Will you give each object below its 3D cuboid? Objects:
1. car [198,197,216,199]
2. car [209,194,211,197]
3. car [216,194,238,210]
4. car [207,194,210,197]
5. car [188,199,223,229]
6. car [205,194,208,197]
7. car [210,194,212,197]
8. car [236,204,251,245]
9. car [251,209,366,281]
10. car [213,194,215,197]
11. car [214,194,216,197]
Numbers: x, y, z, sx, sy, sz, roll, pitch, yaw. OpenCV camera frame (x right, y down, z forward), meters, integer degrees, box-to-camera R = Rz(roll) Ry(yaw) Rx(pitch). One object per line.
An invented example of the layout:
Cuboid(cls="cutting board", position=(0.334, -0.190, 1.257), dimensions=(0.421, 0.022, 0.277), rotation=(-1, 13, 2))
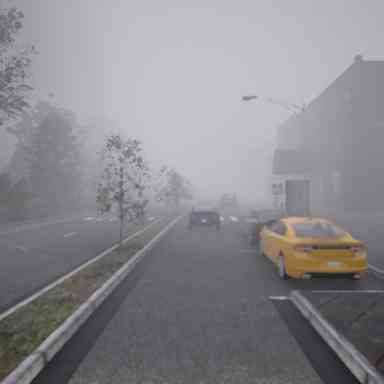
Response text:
Cuboid(cls="car", position=(1.608, 1.585, 39.941), dimensions=(1.895, 1.301, 4.718), rotation=(0, 0, 3))
Cuboid(cls="car", position=(5.635, 1.448, 76.532), dimensions=(2.002, 1.452, 4.674), rotation=(0, 0, 0))
Cuboid(cls="car", position=(4.701, 1.212, 43.128), dimensions=(2.435, 2.045, 5.566), rotation=(0, 0, 3))
Cuboid(cls="car", position=(5.584, 1.424, 82.135), dimensions=(2.163, 1.488, 4.792), rotation=(0, 0, -1))
Cuboid(cls="car", position=(0.800, 1.476, 21.438), dimensions=(1.882, 1.535, 5.008), rotation=(0, 0, 2))
Cuboid(cls="car", position=(5.440, 1.253, 87.634), dimensions=(2.185, 1.767, 4.553), rotation=(0, 0, -1))
Cuboid(cls="car", position=(5.635, 1.450, 71.004), dimensions=(2.163, 1.488, 4.792), rotation=(0, 0, 1))
Cuboid(cls="car", position=(3.477, 1.512, 15.430), dimensions=(2.163, 1.488, 4.792), rotation=(0, 0, 2))
Cuboid(cls="car", position=(3.259, 1.483, 9.935), dimensions=(2.097, 1.535, 5.008), rotation=(0, 0, 2))
Cuboid(cls="car", position=(5.430, 1.316, 59.698), dimensions=(2.185, 1.767, 4.553), rotation=(1, 0, 2))
Cuboid(cls="car", position=(5.187, 1.450, 54.176), dimensions=(2.231, 1.521, 4.892), rotation=(0, 0, 3))
